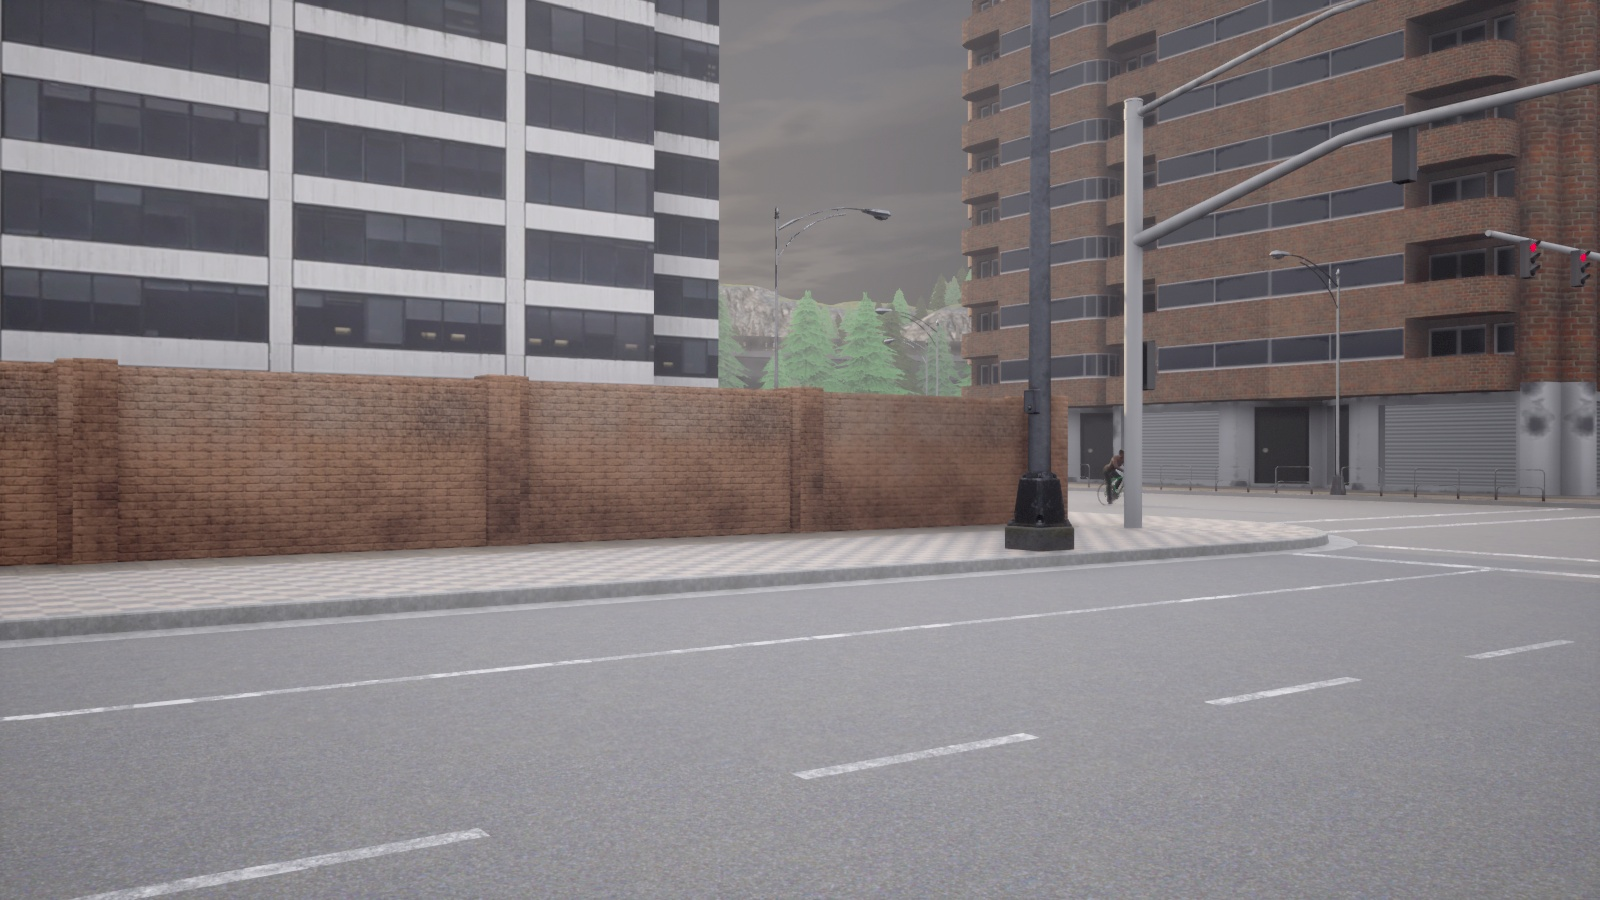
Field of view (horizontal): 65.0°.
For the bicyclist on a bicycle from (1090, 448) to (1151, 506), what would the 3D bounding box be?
[{"bbox_3d":[9.117,0.768,35.787,0.582,1.620,1.656,0,-2,-35],"label":"bicyclist on a bicycle"}]
